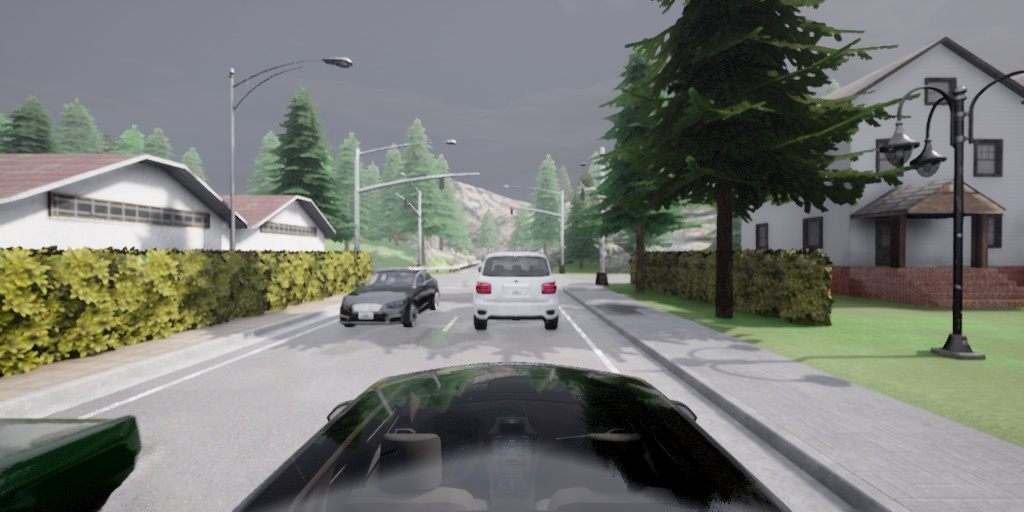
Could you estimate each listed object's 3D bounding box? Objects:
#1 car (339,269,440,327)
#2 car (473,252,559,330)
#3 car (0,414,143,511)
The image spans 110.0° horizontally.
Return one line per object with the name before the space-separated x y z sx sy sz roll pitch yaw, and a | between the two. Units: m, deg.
car | -3.543 1.171 11.202 2.128 1.511 4.902 0 1 1
car | 0.104 0.904 10.959 2.150 2.045 5.566 0 0 0
car | -3.595 1.361 0.296 1.895 1.301 4.718 0 0 0
